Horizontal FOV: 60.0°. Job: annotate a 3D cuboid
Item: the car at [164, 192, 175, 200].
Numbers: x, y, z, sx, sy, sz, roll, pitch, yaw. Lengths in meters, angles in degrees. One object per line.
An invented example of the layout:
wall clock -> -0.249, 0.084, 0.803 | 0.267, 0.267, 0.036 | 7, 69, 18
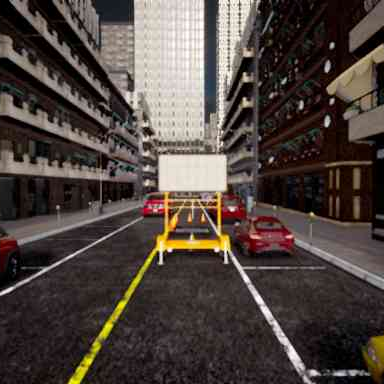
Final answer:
car -> -5.333, 0.919, 78.936 | 2.192, 1.841, 5.009 | -1, 0, 0

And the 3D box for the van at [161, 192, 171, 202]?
van -> -5.332, 1.003, 67.837 | 1.690, 1.788, 3.998 | -1, 0, 0

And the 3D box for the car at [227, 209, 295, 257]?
car -> 2.555, 1.521, 12.369 | 1.802, 1.307, 4.206 | -1, 0, 0

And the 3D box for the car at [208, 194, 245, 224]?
car -> 2.551, 1.199, 23.466 | 2.192, 1.841, 5.009 | -1, 0, 0

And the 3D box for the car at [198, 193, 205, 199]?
car -> 2.548, 1.070, 90.225 | 1.752, 1.417, 4.829 | -1, 0, 0

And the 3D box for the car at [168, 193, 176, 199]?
car -> -5.332, 1.090, 90.035 | 1.887, 1.381, 4.507 | -1, 0, 0

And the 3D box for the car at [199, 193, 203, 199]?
car -> 2.550, 1.186, 51.211 | 1.967, 1.590, 4.097 | -1, 0, 0

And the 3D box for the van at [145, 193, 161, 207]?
van -> -5.331, 1.115, 45.642 | 1.690, 1.788, 3.998 | -1, 0, 0

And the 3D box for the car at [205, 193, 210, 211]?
car -> 2.551, 1.172, 29.015 | 2.192, 1.841, 5.009 | -1, 0, 0

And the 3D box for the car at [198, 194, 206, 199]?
car -> 2.549, 1.119, 84.506 | 1.887, 1.381, 4.507 | -1, 0, 0

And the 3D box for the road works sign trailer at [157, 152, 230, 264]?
road works sign trailer -> 0.029, 0.407, 11.614 | 2.380, 3.560, 2.880 | 0, 0, -1

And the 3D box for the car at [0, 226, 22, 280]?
car -> -5.326, 1.407, 6.798 | 1.967, 1.590, 4.097 | -1, 0, 0

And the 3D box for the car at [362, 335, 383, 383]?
car -> 2.556, 1.517, 1.441 | 1.752, 1.417, 4.829 | -1, 0, 0

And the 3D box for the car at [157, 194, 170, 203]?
car -> -5.331, 1.130, 62.289 | 1.967, 1.590, 4.097 | -1, 0, 0

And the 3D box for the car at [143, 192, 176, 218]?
car -> -2.854, 1.080, 28.653 | 2.150, 2.045, 5.566 | 0, 0, 0

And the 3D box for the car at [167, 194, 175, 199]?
car -> -5.331, 1.141, 84.486 | 1.947, 1.339, 4.313 | -1, 0, 0

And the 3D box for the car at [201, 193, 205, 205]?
car -> 2.552, 1.298, 45.833 | 1.752, 1.417, 4.829 | -1, 0, 0
